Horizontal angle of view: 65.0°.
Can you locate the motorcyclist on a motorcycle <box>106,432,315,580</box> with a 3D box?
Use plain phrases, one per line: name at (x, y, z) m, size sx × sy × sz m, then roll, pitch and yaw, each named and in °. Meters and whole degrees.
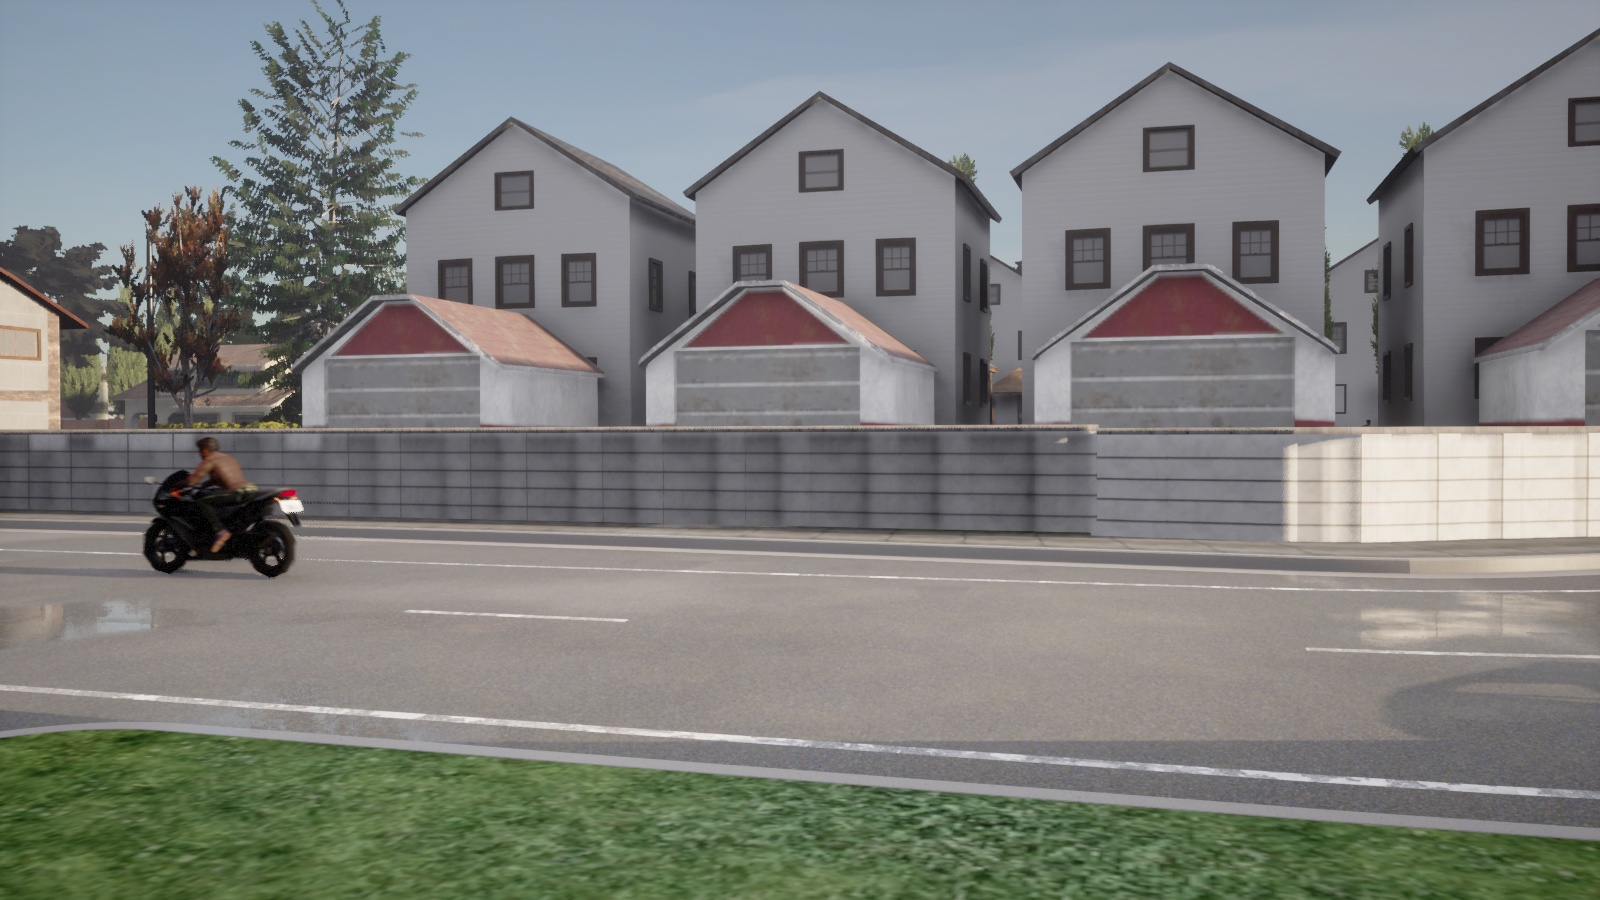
motorcyclist on a motorcycle at (-6.396, 0.567, 13.642) m, size 2.044 × 1.523 × 0.797 m, roll 0°, pitch 1°, yaw 17°
